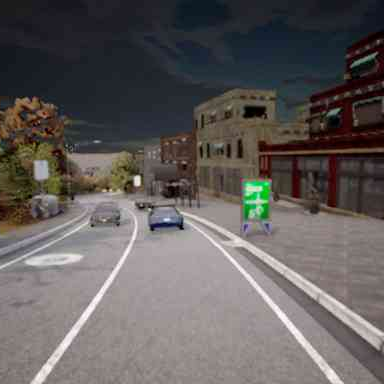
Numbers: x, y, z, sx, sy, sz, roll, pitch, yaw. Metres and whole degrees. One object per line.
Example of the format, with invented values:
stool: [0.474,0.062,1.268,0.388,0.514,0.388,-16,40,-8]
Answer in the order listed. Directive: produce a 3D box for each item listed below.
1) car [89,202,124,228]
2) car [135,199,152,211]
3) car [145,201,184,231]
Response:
car: [-5.656,1.457,22.239,1.837,1.490,4.892,-1,0,-10]
car: [-5.482,1.435,38.102,1.895,1.301,4.718,-2,1,-15]
car: [-1.641,1.456,20.064,1.994,1.385,4.181,-1,0,-9]
